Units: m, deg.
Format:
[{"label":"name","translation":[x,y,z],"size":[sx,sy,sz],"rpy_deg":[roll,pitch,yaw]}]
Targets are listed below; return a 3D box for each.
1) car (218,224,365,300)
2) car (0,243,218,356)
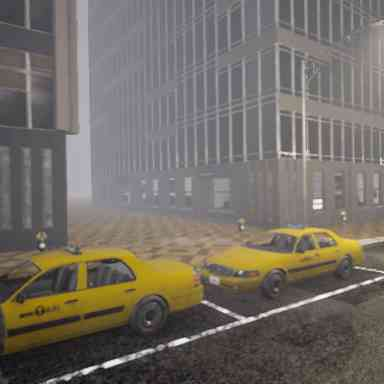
[{"label":"car","translation":[2.431,1.502,8.308],"size":[4.829,1.417,1.752],"rpy_deg":[0,-1,-35]},{"label":"car","translation":[-2.075,1.522,5.094],"size":[4.829,1.417,1.752],"rpy_deg":[0,-1,-35]}]
